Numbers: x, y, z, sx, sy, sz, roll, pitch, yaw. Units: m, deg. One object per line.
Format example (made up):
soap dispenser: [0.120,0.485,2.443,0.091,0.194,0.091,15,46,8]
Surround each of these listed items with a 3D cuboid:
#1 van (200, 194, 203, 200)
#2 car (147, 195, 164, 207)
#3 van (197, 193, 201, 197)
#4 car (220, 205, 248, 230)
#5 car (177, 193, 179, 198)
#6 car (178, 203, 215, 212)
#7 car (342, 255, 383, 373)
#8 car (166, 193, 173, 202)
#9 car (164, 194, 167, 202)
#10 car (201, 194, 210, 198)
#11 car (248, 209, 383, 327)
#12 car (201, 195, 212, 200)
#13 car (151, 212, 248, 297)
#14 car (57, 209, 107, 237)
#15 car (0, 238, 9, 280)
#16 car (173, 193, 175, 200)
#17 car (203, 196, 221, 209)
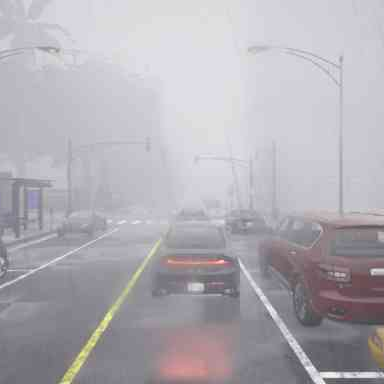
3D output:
van: [2.832,1.305,60.509,1.690,1.788,3.998,0,0,0]
car: [-5.706,1.524,49.698,2.008,1.369,4.403,0,0,0]
van: [2.859,1.276,82.190,1.690,1.788,3.998,0,0,0]
car: [2.781,1.561,17.811,1.947,1.339,4.313,0,0,0]
car: [-5.654,1.232,93.061,2.192,1.841,5.009,0,0,0]
car: [0.024,1.558,18.571,1.994,1.385,4.181,0,0,0]
car: [2.762,1.525,1.705,1.752,1.417,4.829,0,0,0]
car: [-5.680,1.390,71.379,1.967,1.590,4.097,0,0,0]
car: [-5.699,1.409,55.118,1.967,1.590,4.097,0,0,0]
car: [2.827,1.494,55.259,1.752,1.417,4.829,0,0,0]
car: [2.767,1.314,6.960,2.192,1.841,5.009,0,0,0]
car: [2.820,1.540,49.668,1.947,1.339,4.313,0,0,0]
car: [0.086,1.503,8.542,1.837,1.490,4.892,0,0,0]
car: [-5.744,1.577,17.839,1.802,1.307,4.206,0,0,0]
car: [-5.758,1.439,6.987,1.967,1.590,4.097,0,0,0]
car: [-5.674,1.258,76.800,2.192,1.841,5.009,0,0,0]
car: [2.813,1.544,44.248,1.947,1.339,4.313,0,0,0]
